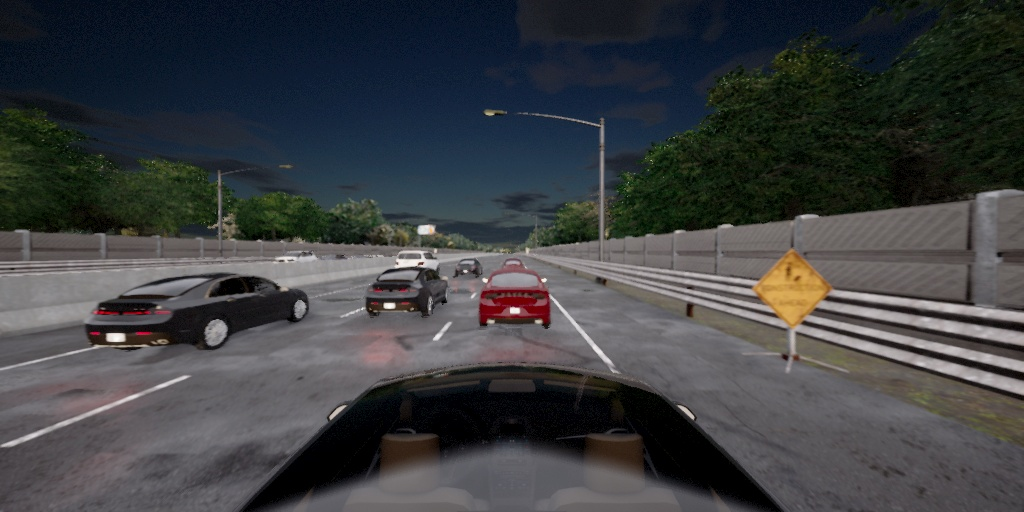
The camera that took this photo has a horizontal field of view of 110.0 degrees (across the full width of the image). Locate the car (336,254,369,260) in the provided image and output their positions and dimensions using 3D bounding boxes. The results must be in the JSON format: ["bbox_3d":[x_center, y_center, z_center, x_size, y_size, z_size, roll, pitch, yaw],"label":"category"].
[{"bbox_3d":[-17.595,0.715,41.013,2.128,1.511,4.902,0,1,0],"label":"car"}]

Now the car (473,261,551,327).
[{"bbox_3d":[0.079,1.106,11.006,1.882,1.535,5.008,0,1,0],"label":"car"}]

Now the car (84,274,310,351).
[{"bbox_3d":[-6.932,1.163,8.709,1.837,1.490,4.892,0,0,0],"label":"car"}]

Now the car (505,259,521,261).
[{"bbox_3d":[0.077,0.919,28.537,1.812,1.442,4.674,0,1,0],"label":"car"}]

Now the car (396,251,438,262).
[{"bbox_3d":[-6.918,0.640,26.630,2.150,2.045,5.566,0,1,0],"label":"car"}]

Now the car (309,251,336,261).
[{"bbox_3d":[-21.089,0.563,41.940,2.097,1.767,4.553,0,1,0],"label":"car"}]

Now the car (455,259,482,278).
[{"bbox_3d":[-3.416,0.918,28.624,1.812,1.442,4.674,0,1,0],"label":"car"}]

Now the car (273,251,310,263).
[{"bbox_3d":[-24.594,0.447,40.904,2.150,2.045,5.566,0,1,0],"label":"car"}]

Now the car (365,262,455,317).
[{"bbox_3d":[-3.417,1.114,12.441,1.837,1.490,4.892,0,1,0],"label":"car"}]

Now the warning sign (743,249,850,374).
[{"bbox_3d":[4.549,0.811,5.840,1.300,1.860,1.060,0,0,0],"label":"warning sign"}]
